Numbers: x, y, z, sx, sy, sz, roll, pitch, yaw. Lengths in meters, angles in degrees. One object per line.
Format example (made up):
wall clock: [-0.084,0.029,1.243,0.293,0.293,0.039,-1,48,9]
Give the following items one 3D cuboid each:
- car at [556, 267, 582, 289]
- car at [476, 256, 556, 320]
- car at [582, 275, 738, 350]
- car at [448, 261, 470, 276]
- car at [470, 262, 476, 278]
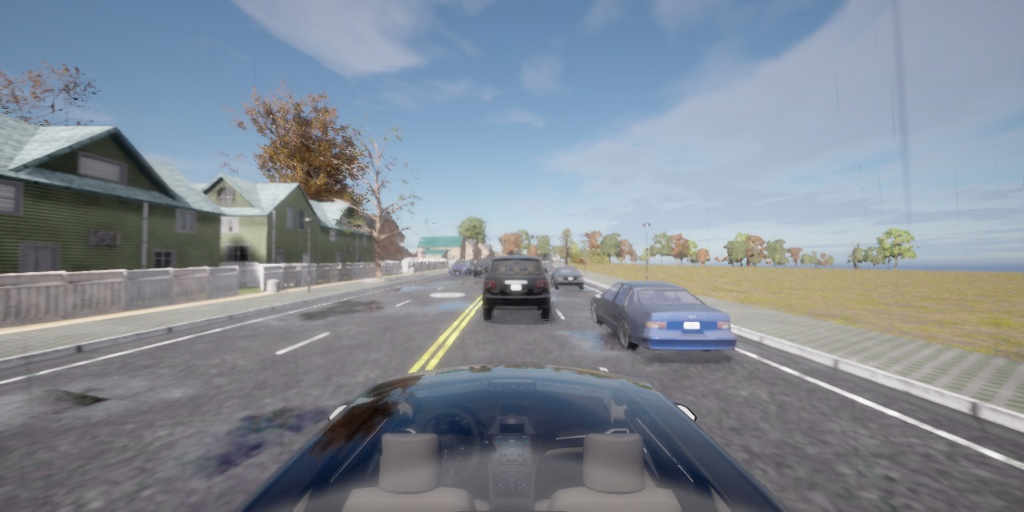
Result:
car: [3.603,1.416,24.054,2.033,1.411,5.357,0,0,2]
car: [0.166,1.028,13.095,2.150,2.045,5.566,0,0,1]
car: [3.353,1.336,9.123,2.033,1.411,5.357,0,0,1]
car: [-5.750,1.315,40.447,2.097,1.767,4.553,0,0,3]
car: [-2.646,1.167,37.136,2.150,2.045,5.566,0,-1,2]
